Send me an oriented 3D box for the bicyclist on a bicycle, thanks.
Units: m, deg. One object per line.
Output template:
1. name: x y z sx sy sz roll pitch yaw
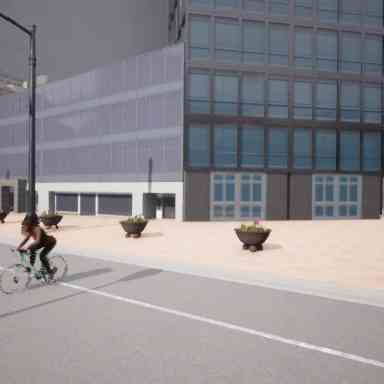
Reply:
1. bicyclist on a bicycle: -3.636 1.449 7.740 0.582 1.620 1.656 0 2 34
